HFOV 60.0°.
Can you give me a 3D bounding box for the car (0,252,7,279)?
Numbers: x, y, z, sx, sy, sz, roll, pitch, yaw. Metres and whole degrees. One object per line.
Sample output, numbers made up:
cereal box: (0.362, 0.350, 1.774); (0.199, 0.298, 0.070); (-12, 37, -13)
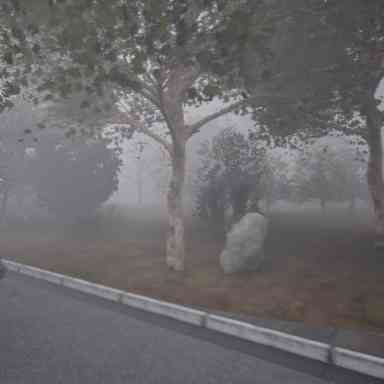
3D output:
car: (-6.606, 1.452, 8.087); (5.357, 1.411, 2.033); (1, 0, 35)
